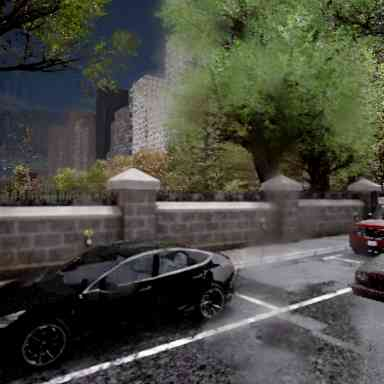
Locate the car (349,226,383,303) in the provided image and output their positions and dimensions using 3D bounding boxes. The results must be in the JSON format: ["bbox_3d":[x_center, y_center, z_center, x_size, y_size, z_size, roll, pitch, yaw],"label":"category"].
[{"bbox_3d":[5.731,1.558,7.360,5.357,1.411,2.033,0,0,-35],"label":"car"}]

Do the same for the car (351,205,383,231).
[{"bbox_3d":[7.841,1.330,12.130,5.009,1.841,2.192,0,1,-35],"label":"car"}]

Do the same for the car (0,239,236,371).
[{"bbox_3d":[-1.156,1.569,5.719,4.313,1.339,1.947,0,1,-35],"label":"car"}]
